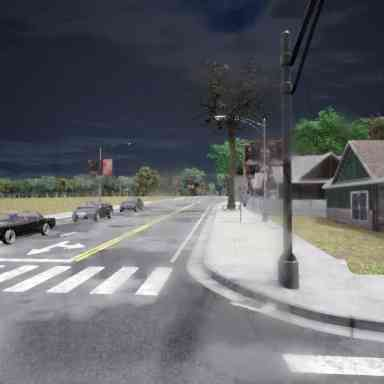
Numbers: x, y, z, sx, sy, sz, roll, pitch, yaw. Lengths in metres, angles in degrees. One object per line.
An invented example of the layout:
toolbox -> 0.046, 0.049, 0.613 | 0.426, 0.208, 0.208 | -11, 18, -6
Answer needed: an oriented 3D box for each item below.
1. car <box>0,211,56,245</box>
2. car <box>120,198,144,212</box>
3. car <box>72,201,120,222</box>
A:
car -> -8.444, 1.594, 15.733 | 1.895, 1.301, 4.718 | 0, 0, 5
car -> -6.605, 1.428, 36.882 | 1.837, 1.490, 4.892 | 0, 0, 5
car -> -7.572, 1.449, 25.785 | 2.128, 1.511, 4.902 | 0, 0, 5
